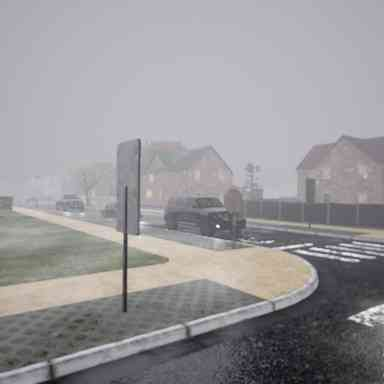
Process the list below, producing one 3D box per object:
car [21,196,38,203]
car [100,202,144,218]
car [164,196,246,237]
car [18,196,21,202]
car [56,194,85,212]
[{"bbox_3d":[-35.136,1.596,72.746,2.128,1.511,4.902,1,-1,-36],"label":"car"},{"bbox_3d":[-5.950,1.552,27.535,2.033,1.411,5.357,1,-1,-36],"label":"car"},{"bbox_3d":[0.520,1.233,18.597,2.150,2.045,5.566,1,-1,-36],"label":"car"},{"bbox_3d":[-41.146,1.741,81.049,2.128,1.511,4.902,1,-1,-36],"label":"car"},{"bbox_3d":[-14.545,1.240,39.471,2.150,2.045,5.566,1,-1,-35],"label":"car"}]
